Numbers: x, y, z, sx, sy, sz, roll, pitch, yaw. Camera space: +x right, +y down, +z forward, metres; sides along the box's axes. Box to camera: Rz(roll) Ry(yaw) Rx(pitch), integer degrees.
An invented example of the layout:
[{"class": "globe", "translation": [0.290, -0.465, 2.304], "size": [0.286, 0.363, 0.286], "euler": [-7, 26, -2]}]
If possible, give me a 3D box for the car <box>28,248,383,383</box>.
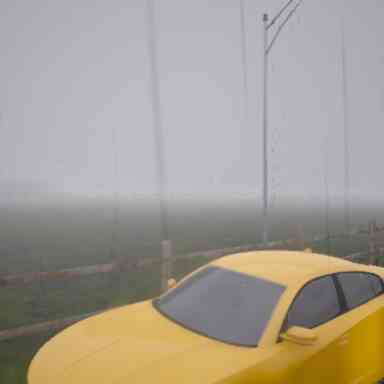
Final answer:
[{"class": "car", "translation": [0.853, 1.492, 3.831], "size": [5.008, 1.535, 1.882], "euler": [0, 0, -37]}]
